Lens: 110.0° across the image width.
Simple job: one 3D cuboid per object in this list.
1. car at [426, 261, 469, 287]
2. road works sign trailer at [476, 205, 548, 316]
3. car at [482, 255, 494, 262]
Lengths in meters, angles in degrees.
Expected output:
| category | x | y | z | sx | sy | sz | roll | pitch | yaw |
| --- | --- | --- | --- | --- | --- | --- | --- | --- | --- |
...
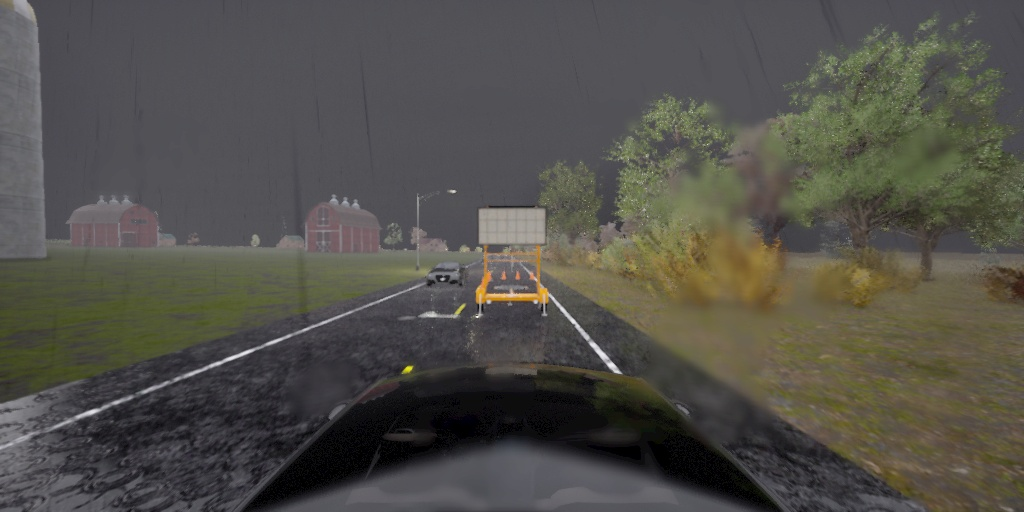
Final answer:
| category | x | y | z | sx | sy | sz | roll | pitch | yaw |
| --- | --- | --- | --- | --- | --- | --- | --- | --- | --- |
| car | -3.662 | 1.007 | 20.938 | 1.994 | 1.385 | 4.181 | 0 | 1 | 0 |
| road works sign trailer | -0.002 | 0.041 | 12.541 | 2.380 | 3.560 | 2.880 | 0 | 0 | -1 |
| car | -4.156 | 0.313 | 62.297 | 1.812 | 1.442 | 4.674 | 0 | 1 | -1 |
